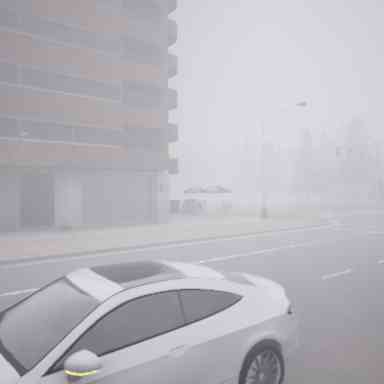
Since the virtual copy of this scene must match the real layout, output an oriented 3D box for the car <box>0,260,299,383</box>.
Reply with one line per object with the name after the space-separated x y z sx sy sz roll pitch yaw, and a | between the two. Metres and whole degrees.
-0.837 1.529 3.377 4.674 1.442 1.812 0 0 -36 | car
